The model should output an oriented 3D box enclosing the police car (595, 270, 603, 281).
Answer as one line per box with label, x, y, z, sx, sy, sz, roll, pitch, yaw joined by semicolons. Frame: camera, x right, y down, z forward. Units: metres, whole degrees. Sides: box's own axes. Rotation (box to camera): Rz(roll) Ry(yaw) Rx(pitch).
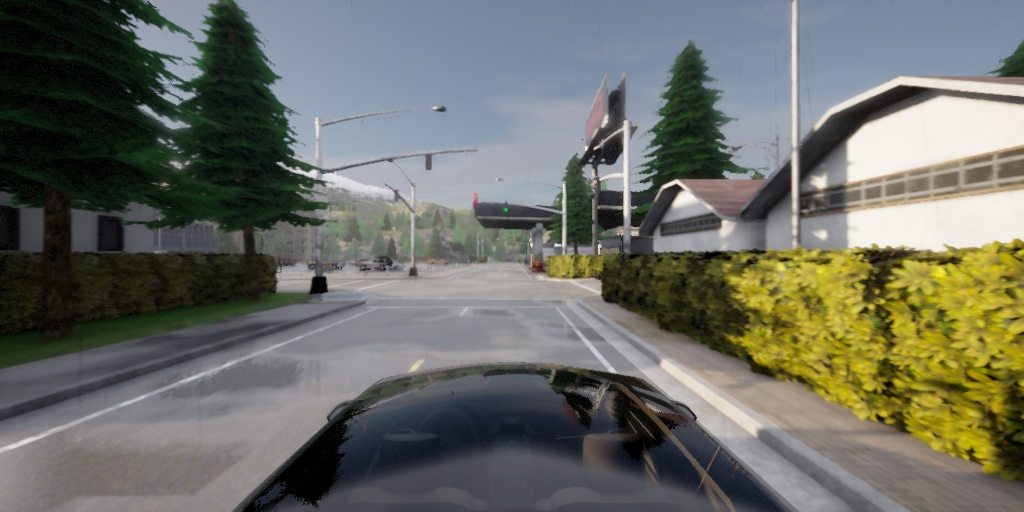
police car;8.482;1.129;25.411;4.974;1.542;2.038;0;0;0
